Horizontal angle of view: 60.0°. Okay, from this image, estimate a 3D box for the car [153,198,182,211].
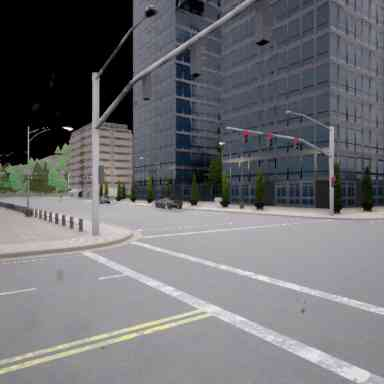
[{"bbox_3d":[-3.028,1.449,40.603,1.837,1.490,4.892,0,0,-35],"label":"car"}]

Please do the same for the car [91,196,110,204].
[{"bbox_3d":[-16.469,1.492,59.835,2.033,1.411,5.357,0,0,-35],"label":"car"}]
